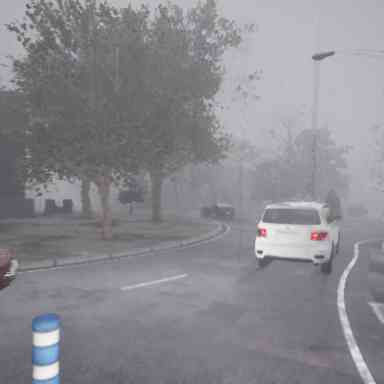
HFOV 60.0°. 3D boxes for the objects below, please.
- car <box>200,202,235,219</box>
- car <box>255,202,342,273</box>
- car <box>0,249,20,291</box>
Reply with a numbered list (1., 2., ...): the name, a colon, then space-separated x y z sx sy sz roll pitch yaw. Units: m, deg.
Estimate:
1. car: 2.376 1.730 31.833 1.882 1.535 5.008 1 -1 -20
2. car: 3.827 1.343 11.542 2.150 2.045 5.566 0 0 26
3. car: -6.155 1.634 6.750 4.718 1.301 1.895 1 0 -26
